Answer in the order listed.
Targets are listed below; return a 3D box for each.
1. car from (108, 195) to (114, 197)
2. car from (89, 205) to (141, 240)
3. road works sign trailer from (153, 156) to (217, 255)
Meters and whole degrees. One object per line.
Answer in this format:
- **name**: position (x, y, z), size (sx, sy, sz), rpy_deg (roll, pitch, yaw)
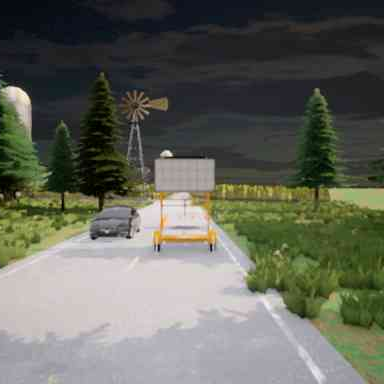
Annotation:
- **car**: position (-18.965, 0.900, 74.610), size (1.905, 1.878, 3.866), rpy_deg (0, 0, -32)
- **car**: position (-3.658, 1.433, 16.541), size (1.837, 1.490, 4.892), rpy_deg (0, 0, -1)
- **road works sign trailer**: position (-0.275, 0.405, 13.021), size (2.380, 3.560, 2.880), rpy_deg (0, 0, -1)
